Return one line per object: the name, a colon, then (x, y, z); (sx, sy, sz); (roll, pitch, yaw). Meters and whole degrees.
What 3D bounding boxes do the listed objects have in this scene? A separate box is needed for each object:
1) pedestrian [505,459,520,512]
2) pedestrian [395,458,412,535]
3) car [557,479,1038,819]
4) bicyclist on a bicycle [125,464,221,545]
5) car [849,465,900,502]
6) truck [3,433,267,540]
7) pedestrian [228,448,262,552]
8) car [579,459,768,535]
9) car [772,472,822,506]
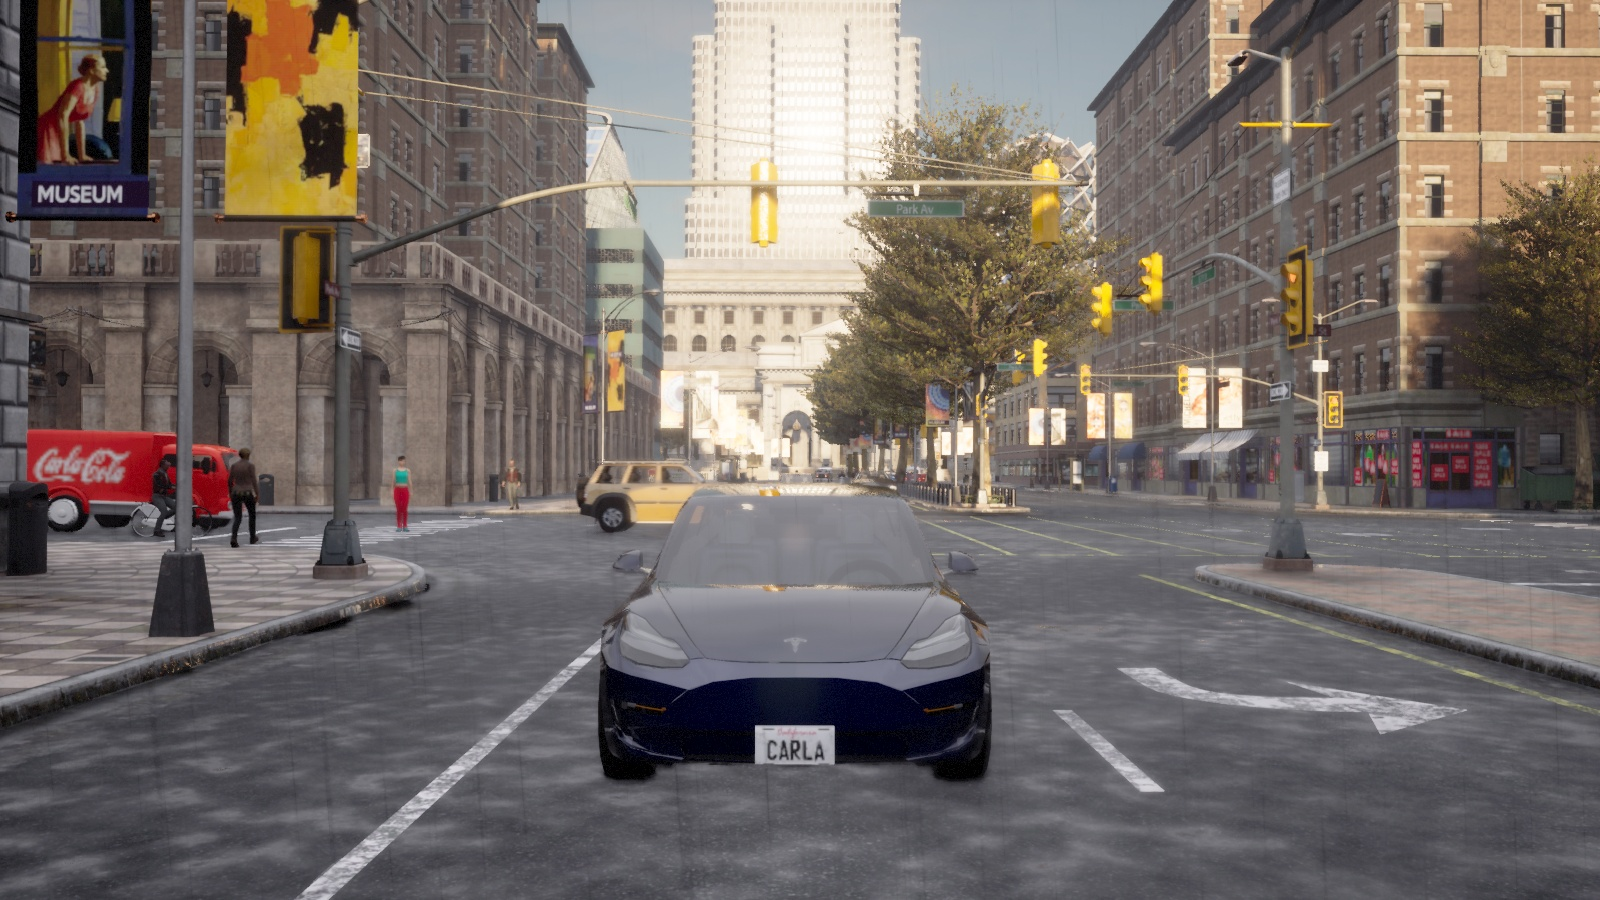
pedestrian: (-10.069, 1.249, 44.015); (0.376, 1.854, 0.720); (0, -1, 0)
pedestrian: (-9.557, 1.116, 30.254); (0.345, 1.836, 0.594); (0, -1, -23)
car: (-0.020, 0.950, 8.059); (2.163, 1.488, 4.792); (0, -1, 0)
bicyclist on a bicycle: (-14.120, 1.216, 28.301); (1.843, 1.776, 0.659); (0, -1, 0)
car: (3.435, 1.566, 58.898); (2.152, 1.651, 5.027); (0, -1, 1)
truck: (-16.688, 0.903, 31.791); (5.204, 2.467, 2.627); (1, -1, 0)
pedestrian: (-9.963, 0.889, 22.550); (0.331, 1.846, 0.634); (0, -1, 0)
car: (-3.146, 1.178, 31.895); (4.605, 1.855, 1.932); (0, -1, 0)
car: (-0.140, 1.785, 57.926); (2.163, 1.488, 4.792); (0, -1, 0)
